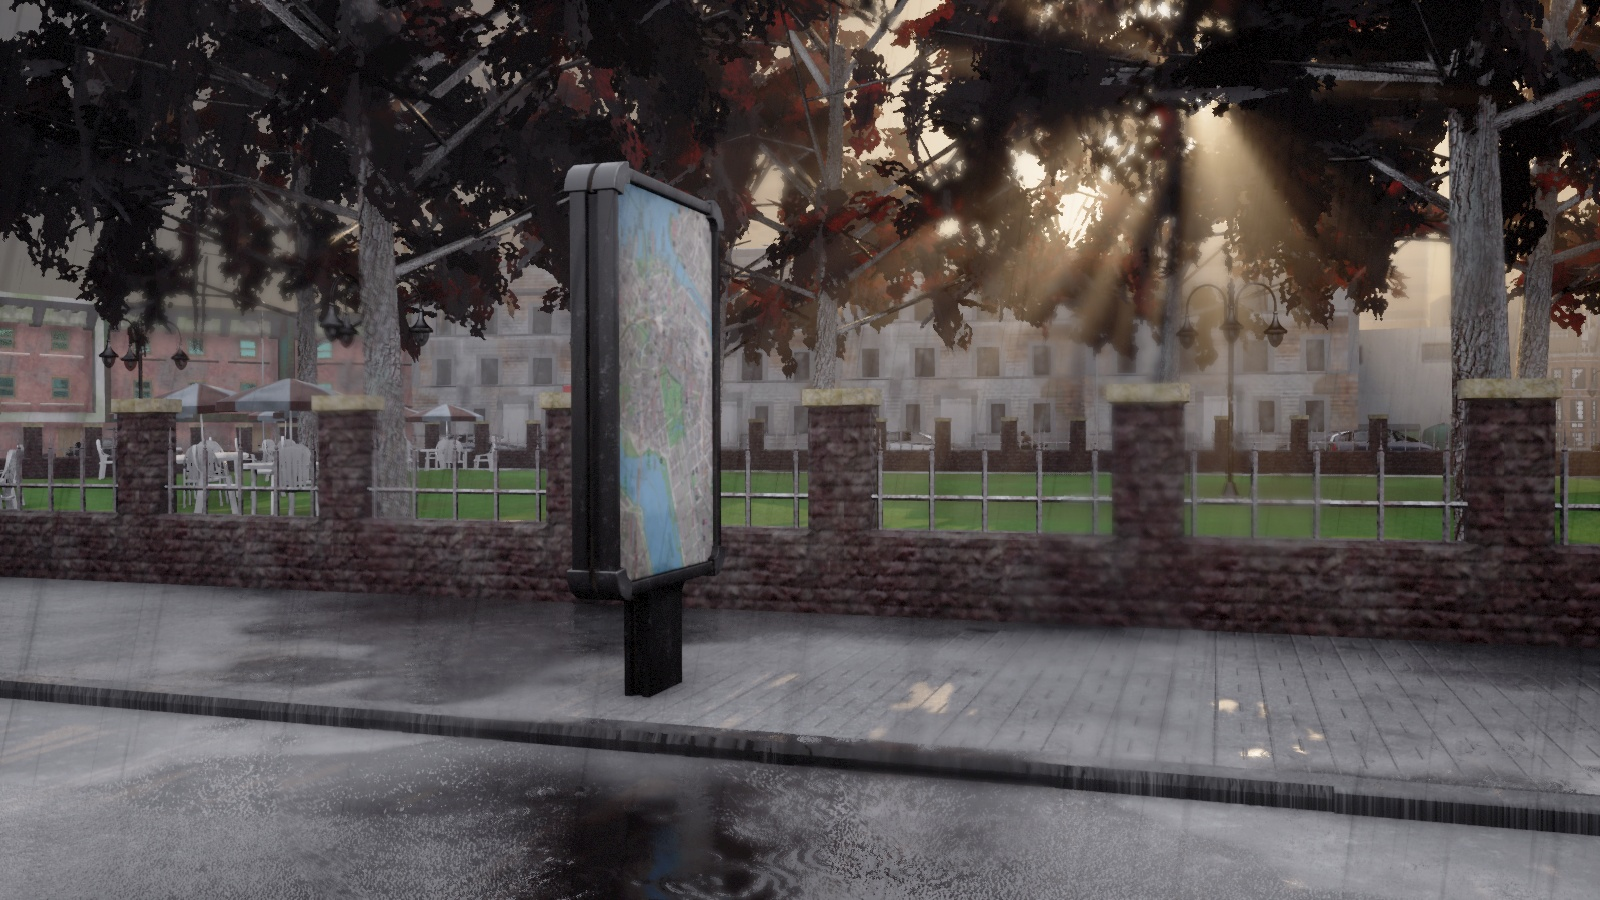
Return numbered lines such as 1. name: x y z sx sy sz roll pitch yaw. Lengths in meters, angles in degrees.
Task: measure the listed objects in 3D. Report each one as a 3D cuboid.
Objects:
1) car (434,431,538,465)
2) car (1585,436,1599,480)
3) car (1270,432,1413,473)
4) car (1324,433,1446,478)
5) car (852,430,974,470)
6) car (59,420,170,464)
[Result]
1. car: -14.021 -0.110 56.085 4.193 1.474 1.816 1 1 17
2. car: 28.829 0.278 41.844 4.193 1.474 1.816 1 1 18
3. car: 20.903 0.082 48.693 4.902 1.511 2.128 1 1 18
4. car: 20.685 0.169 44.551 3.705 1.549 1.789 0 1 18
5. car: 4.508 -0.009 49.919 4.514 1.525 2.007 1 1 18
6. car: -30.283 -0.380 55.598 1.905 1.878 3.866 1 1 30
